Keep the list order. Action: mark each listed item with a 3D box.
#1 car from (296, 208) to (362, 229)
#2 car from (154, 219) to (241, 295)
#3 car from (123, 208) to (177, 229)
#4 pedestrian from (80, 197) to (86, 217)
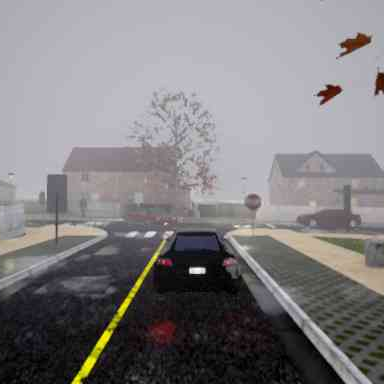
[{"bbox_3d":[10.978,2.062,26.798,5.008,1.535,1.882,1,-1,-1],"label":"car"},{"bbox_3d":[0.109,1.659,9.032,1.994,1.385,4.181,0,-1,0],"label":"car"},{"bbox_3d":[-3.194,1.837,24.223,1.895,1.301,4.718,2,-1,-39],"label":"car"},{"bbox_3d":[-9.677,1.328,29.619,0.375,1.860,0.375,0,-2,0],"label":"pedestrian"}]
